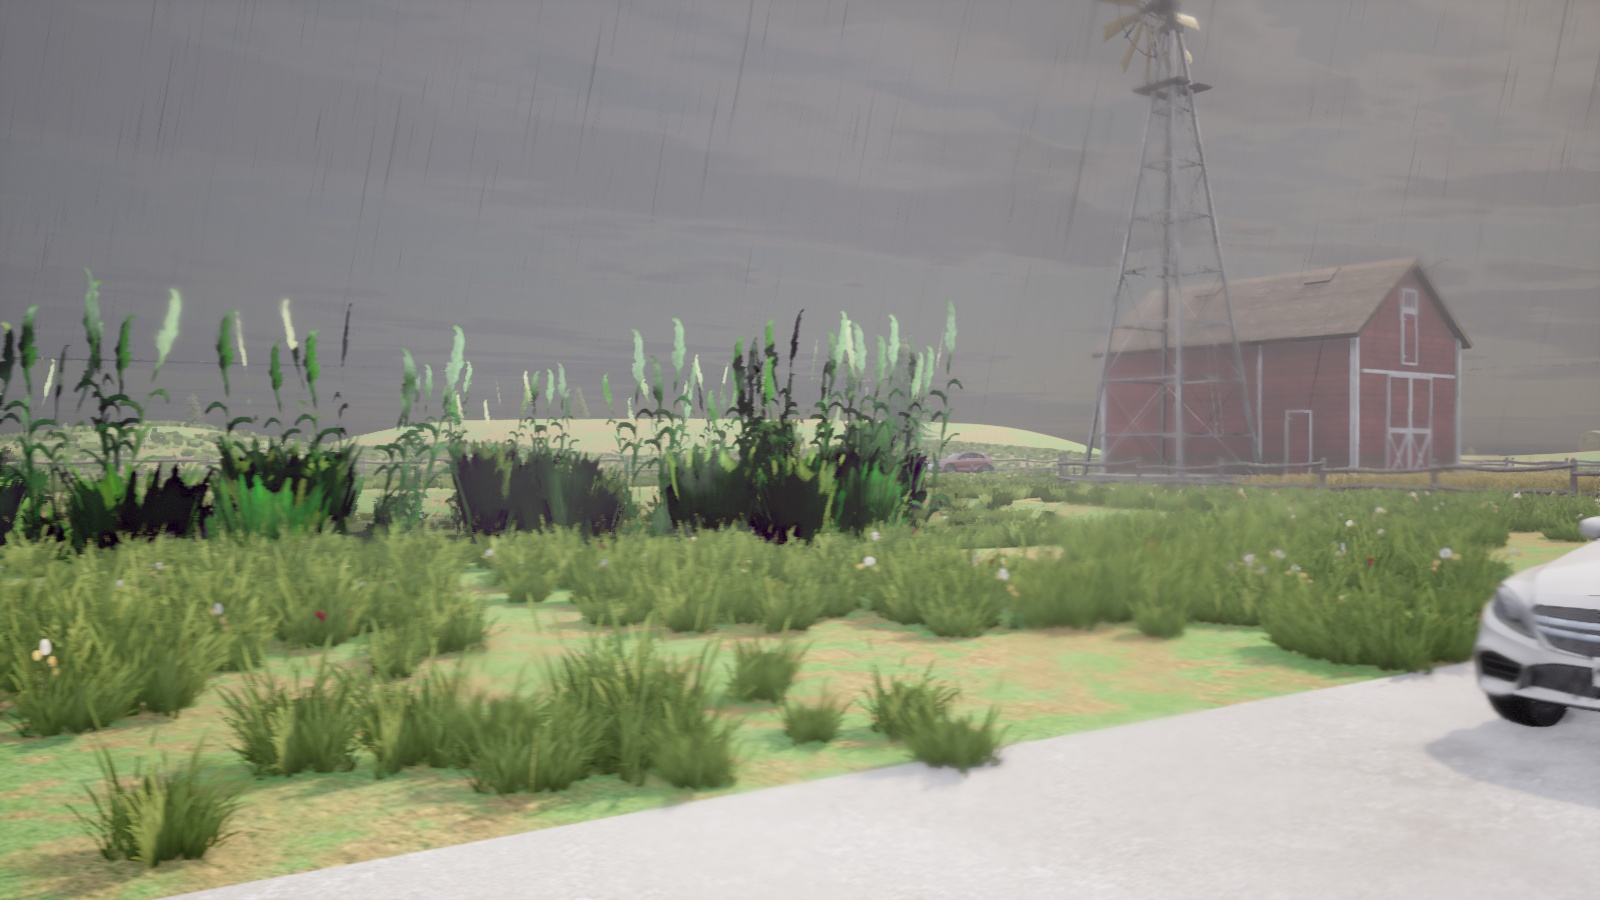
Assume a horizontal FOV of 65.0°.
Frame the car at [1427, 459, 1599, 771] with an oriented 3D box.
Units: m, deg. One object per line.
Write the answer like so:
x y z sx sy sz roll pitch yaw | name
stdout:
5.698 0.775 7.112 4.674 1.442 1.812 0 0 -35 | car

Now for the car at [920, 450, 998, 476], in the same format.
10.507 0.850 82.712 4.856 1.649 2.033 0 0 -29 | car
